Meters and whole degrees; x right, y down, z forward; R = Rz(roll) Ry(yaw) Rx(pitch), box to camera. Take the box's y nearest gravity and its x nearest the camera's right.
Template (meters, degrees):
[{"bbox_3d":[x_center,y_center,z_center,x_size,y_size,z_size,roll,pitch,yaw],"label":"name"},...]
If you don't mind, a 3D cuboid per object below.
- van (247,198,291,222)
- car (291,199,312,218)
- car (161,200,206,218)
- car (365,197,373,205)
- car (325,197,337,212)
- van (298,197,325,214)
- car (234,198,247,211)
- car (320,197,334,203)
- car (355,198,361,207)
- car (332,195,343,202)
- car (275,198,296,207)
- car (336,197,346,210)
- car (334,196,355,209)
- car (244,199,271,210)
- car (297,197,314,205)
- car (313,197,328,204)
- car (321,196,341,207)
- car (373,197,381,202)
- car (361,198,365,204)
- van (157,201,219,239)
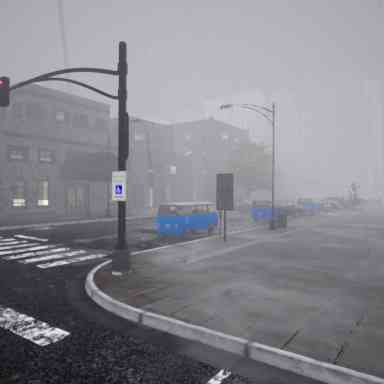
[{"bbox_3d":[6.237,1.436,26.699,1.690,1.788,3.998,0,0,35],"label":"van"},{"bbox_3d":[9.412,1.656,31.215,1.887,1.381,4.507,0,0,35],"label":"car"},{"bbox_3d":[-0.706,1.558,31.394,1.752,1.417,4.829,0,0,35],"label":"car"},{"bbox_3d":[34.821,1.810,67.351,1.887,1.381,4.507,0,0,35],"label":"car"},{"bbox_3d":[15.863,1.671,40.389,1.752,1.417,4.829,0,0,35],"label":"car"},{"bbox_3d":[12.590,1.469,35.732,1.690,1.788,3.998,0,0,35],"label":"van"},{"bbox_3d":[5.745,1.507,40.568,1.967,1.590,4.097,0,0,35],"label":"car"},{"bbox_3d":[31.152,1.793,76.702,1.947,1.339,4.313,0,0,35],"label":"car"},{"bbox_3d":[25.295,1.517,53.801,2.192,1.841,5.009,0,0,35],"label":"car"},{"bbox_3d":[37.504,1.713,85.736,1.967,1.590,4.097,0,0,35],"label":"car"},{"bbox_3d":[15.272,1.666,54.118,1.887,1.381,4.507,0,0,35],"label":"car"},{"bbox_3d":[18.940,1.729,44.766,1.947,1.339,4.313,0,0,35],"label":"car"},{"bbox_3d":[22.118,1.497,49.284,2.192,1.841,5.009,0,0,35],"label":"car"},{"bbox_3d":[8.920,1.629,45.085,1.887,1.381,4.507,0,0,35],"label":"car"},{"bbox_3d":[21.624,1.706,63.152,1.887,1.381,4.507,0,0,35],"label":"car"},{"bbox_3d":[27.878,1.729,72.046,1.752,1.417,4.829,0,0,35],"label":"car"},{"bbox_3d":[22.967,1.534,54.986,2.097,1.767,4.553,1,0,35],"label":"car"},{"bbox_3d":[44.350,1.900,80.901,1.947,1.339,4.313,0,0,35],"label":"car"},{"bbox_3d":[28.567,1.748,58.456,1.752,1.417,4.829,0,0,35],"label":"car"},{"bbox_3d":[-0.115,1.407,17.665,1.690,1.788,3.998,0,0,35],"label":"van"}]
